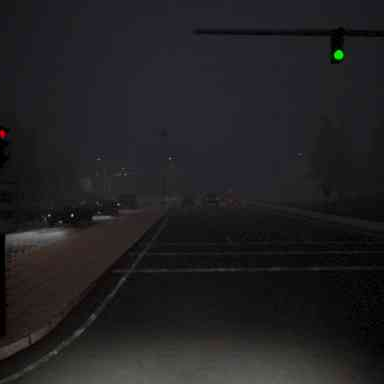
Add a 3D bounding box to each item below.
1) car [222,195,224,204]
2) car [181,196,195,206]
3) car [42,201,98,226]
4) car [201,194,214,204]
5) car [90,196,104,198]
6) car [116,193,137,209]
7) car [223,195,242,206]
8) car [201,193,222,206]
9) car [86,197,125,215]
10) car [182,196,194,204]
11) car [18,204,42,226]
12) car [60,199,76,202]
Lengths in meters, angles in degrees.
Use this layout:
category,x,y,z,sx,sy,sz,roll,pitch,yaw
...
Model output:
category,x,y,z,sx,sy,sz,roll,pitch,yaw
car,6.248,1.350,61.506,2.128,1.511,4.902,0,0,-1
car,-0.591,1.361,50.949,1.882,1.535,5.008,0,0,-1
car,-8.263,1.548,23.016,1.895,1.301,4.718,0,0,-1
car,2.749,1.211,61.437,2.097,1.767,4.553,0,0,-1
car,-11.992,1.256,41.485,2.097,1.767,4.553,0,0,0
car,-8.512,1.122,43.366,2.150,2.045,5.566,0,0,0
car,6.403,1.408,51.430,1.812,1.442,4.674,0,0,-1
car,2.911,1.105,50.913,2.150,2.045,5.566,0,0,-1
car,-8.403,1.472,32.661,2.033,1.411,5.357,0,0,-1
car,-0.751,1.423,61.388,1.994,1.385,4.181,0,0,-1
car,-11.762,1.548,22.886,1.895,1.301,4.718,0,0,-1
car,-11.888,1.452,31.787,1.812,1.442,4.674,0,0,-1
